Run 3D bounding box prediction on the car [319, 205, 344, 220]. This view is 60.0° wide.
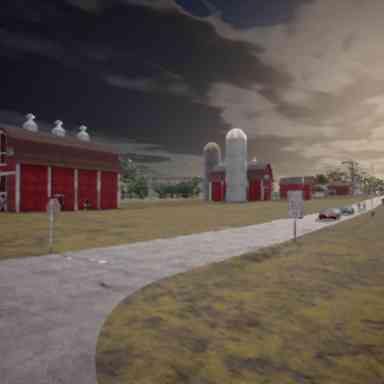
[{"bbox_3d":[16.962,2.606,40.802,1.994,1.385,4.181,-1,-1,33],"label":"car"}]

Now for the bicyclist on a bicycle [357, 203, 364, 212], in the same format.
[{"bbox_3d":[30.077,2.711,59.887,0.582,1.620,1.656,-1,-1,33],"label":"bicyclist on a bicycle"}]

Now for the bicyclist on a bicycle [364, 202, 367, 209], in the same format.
[{"bbox_3d":[34.956,2.727,67.442,0.866,1.612,1.509,-1,0,33],"label":"bicyclist on a bicycle"}]

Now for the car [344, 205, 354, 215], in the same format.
[{"bbox_3d":[23.821,2.720,51.423,2.033,1.411,5.357,-1,-1,33],"label":"car"}]
